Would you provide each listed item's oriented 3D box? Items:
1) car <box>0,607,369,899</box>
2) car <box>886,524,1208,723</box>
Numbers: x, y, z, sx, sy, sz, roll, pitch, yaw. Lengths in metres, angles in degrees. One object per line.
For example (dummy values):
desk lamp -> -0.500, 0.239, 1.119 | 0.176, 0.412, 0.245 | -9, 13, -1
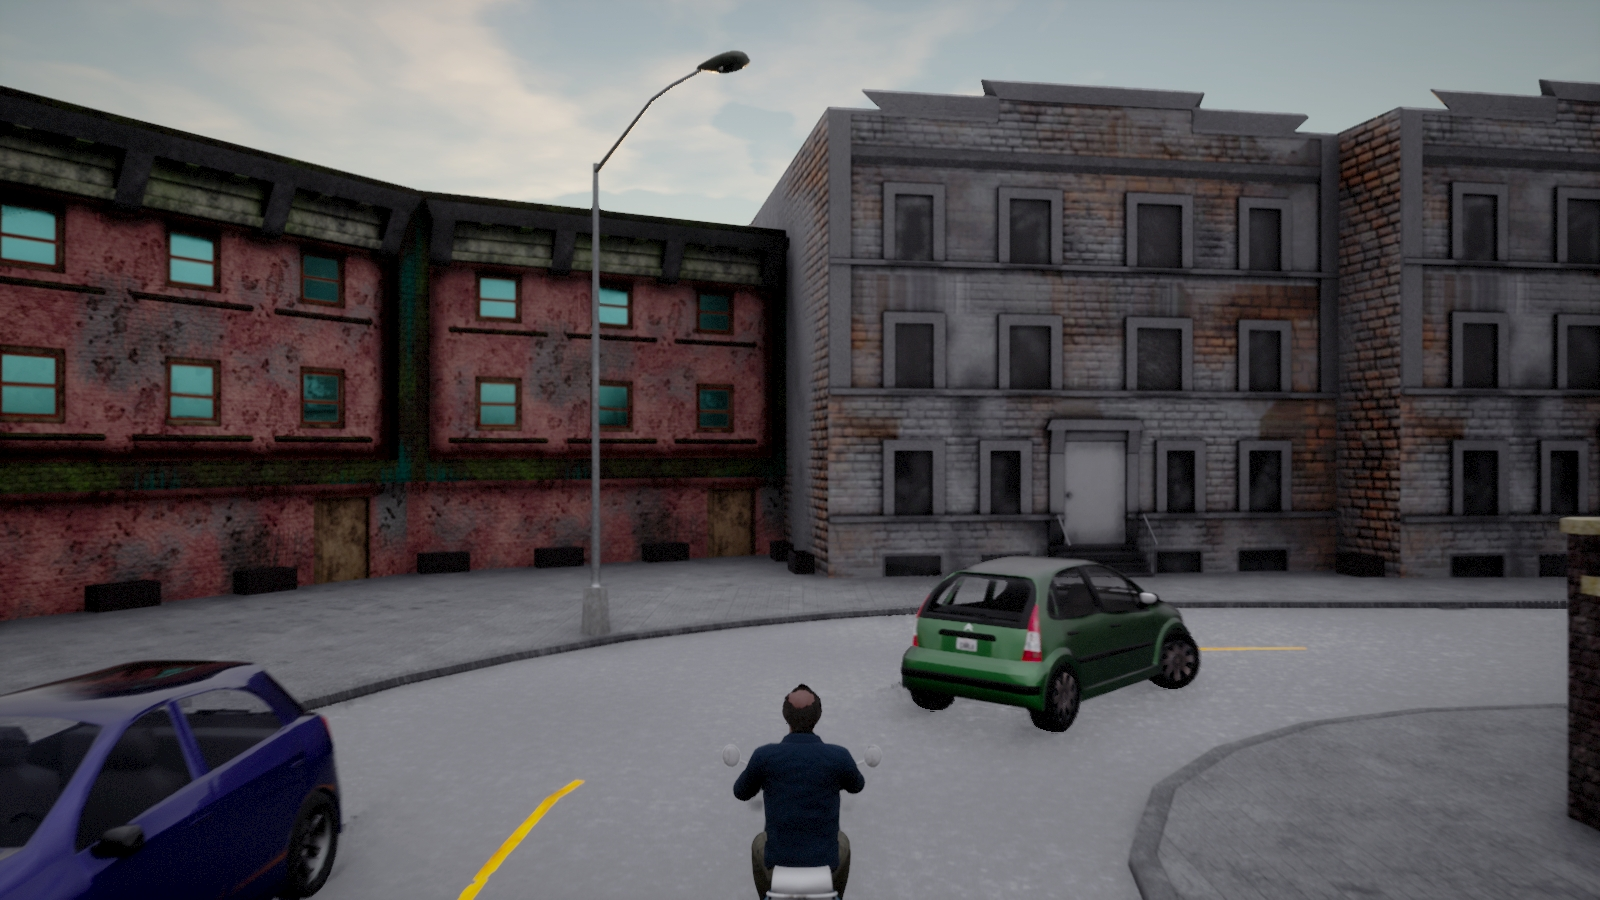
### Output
car -> -3.924, 1.818, 5.888 | 1.845, 1.501, 3.633 | 0, 0, 4
car -> 2.924, 1.781, 12.946 | 1.851, 1.617, 3.988 | 0, 0, 41
